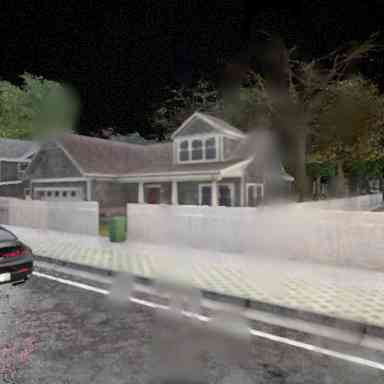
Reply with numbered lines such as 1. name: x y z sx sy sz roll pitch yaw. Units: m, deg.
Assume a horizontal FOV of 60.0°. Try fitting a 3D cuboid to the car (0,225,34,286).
1. car: -5.790 1.473 8.125 4.892 1.490 1.837 0 0 35
